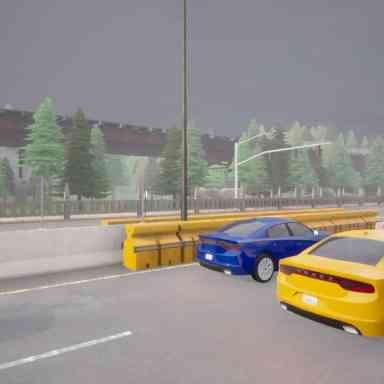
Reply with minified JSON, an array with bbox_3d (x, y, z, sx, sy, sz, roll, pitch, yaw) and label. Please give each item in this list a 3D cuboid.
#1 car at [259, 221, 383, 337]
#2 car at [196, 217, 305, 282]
[{"bbox_3d":[3.799,1.478,6.464,5.008,1.535,1.882,0,0,-35],"label":"car"},{"bbox_3d":[2.438,1.478,9.793,5.008,1.535,1.882,0,0,-36],"label":"car"}]
